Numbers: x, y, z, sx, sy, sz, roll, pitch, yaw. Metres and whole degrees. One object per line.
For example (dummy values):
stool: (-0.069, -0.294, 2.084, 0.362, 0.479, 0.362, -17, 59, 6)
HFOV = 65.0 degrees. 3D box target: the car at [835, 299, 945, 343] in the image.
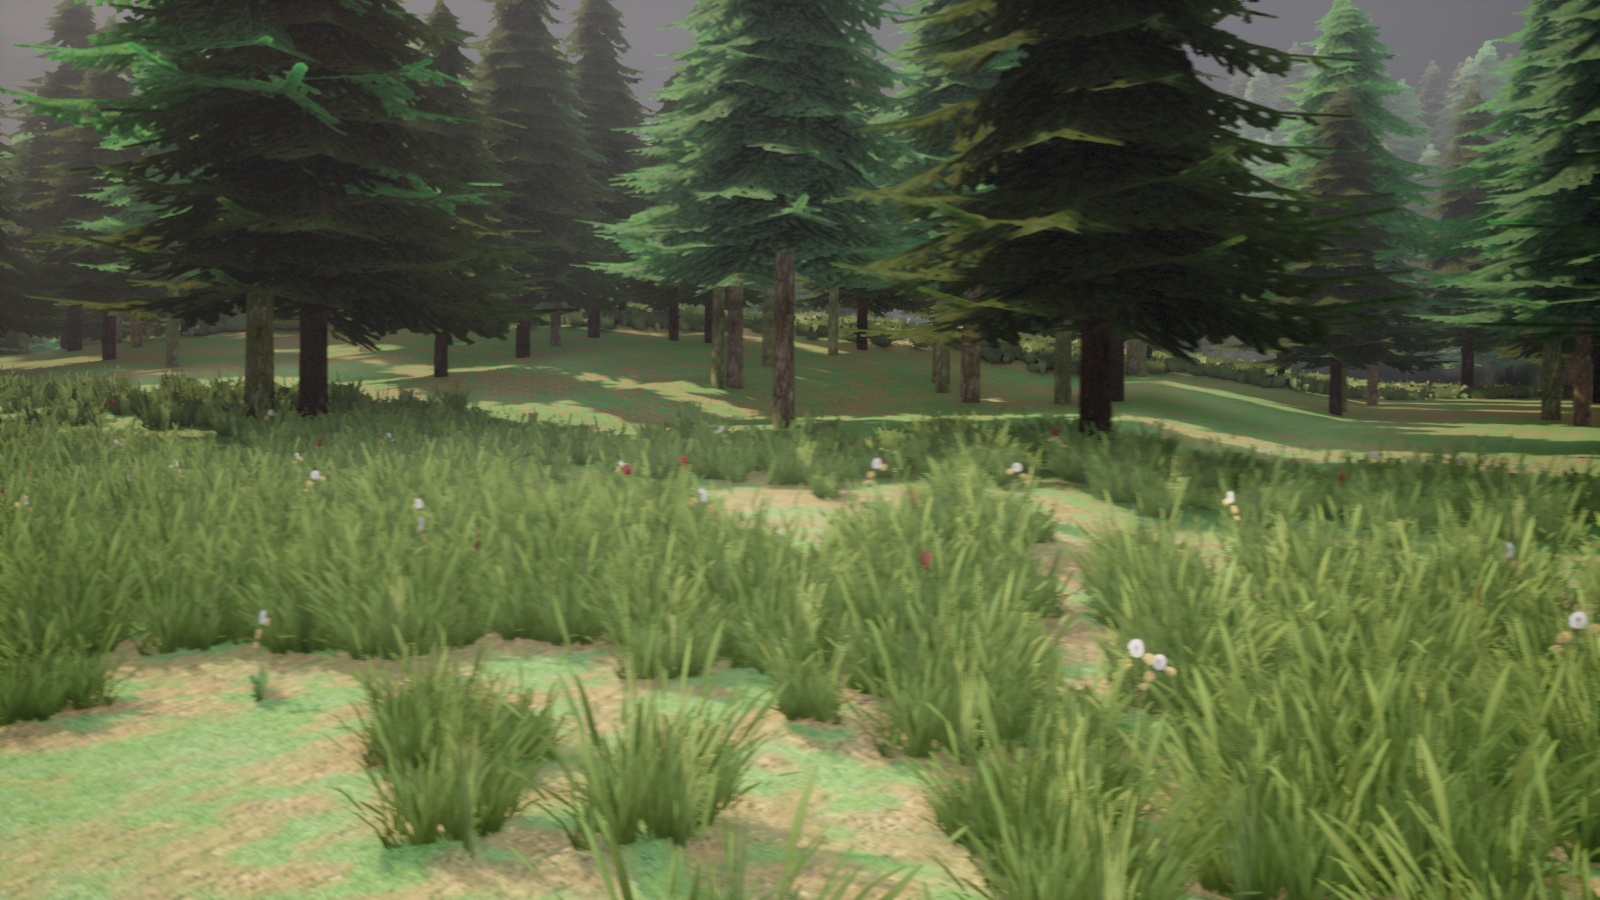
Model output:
car: (4.273, -6.148, 59.961, 4.892, 1.490, 1.837, 4, 1, -9)
